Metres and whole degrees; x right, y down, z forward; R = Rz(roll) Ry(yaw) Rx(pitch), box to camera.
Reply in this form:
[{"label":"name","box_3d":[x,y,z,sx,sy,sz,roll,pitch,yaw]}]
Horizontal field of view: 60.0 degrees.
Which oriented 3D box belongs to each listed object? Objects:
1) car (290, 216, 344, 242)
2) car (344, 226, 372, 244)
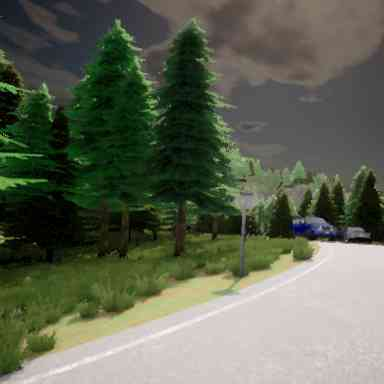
[{"label":"car","box_3d":[10.009,3.081,27.861,2.150,2.045,5.566,4,-8,-4]},{"label":"car","box_3d":[13.196,3.608,27.935,1.994,1.385,4.181,3,-7,-1]}]
